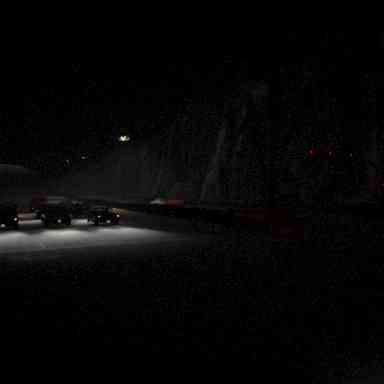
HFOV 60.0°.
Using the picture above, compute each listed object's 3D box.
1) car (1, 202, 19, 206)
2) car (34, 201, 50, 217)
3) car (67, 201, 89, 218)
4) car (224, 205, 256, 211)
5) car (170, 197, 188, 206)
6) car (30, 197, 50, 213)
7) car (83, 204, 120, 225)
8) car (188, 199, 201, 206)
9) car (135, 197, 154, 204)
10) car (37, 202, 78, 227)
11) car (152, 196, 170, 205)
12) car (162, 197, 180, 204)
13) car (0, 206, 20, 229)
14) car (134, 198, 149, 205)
[{"bbox_3d":[-17.718,1.954,31.997,1.812,1.442,4.674,0,-1,-27],"label":"car"},{"bbox_3d":[-14.926,1.963,34.195,1.812,1.442,4.674,0,-1,-27],"label":"car"},{"bbox_3d":[-11.703,1.930,35.589,2.128,1.511,4.902,0,-1,-27],"label":"car"},{"bbox_3d":[5.153,1.968,34.043,1.895,1.301,4.718,0,-1,-28],"label":"car"},{"bbox_3d":[-3.252,1.878,65.032,2.097,1.767,4.553,0,0,-28],"label":"car"},{"bbox_3d":[-21.028,1.720,45.940,2.150,2.045,5.566,0,0,-27],"label":"car"},{"bbox_3d":[-7.372,1.953,27.328,1.895,1.301,4.718,0,-1,-28],"label":"car"},{"bbox_3d":[-0.176,2.131,66.702,1.895,1.301,4.718,0,0,-28],"label":"car"},{"bbox_3d":[-9.282,1.998,61.455,1.882,1.535,5.008,0,0,-28],"label":"car"},{"bbox_3d":[-10.624,1.843,25.995,2.128,1.511,4.902,0,-1,-28],"label":"car"},{"bbox_3d":[-6.368,2.049,63.438,1.812,1.442,4.674,0,0,-28],"label":"car"},{"bbox_3d":[-4.783,1.998,75.547,2.033,1.411,5.357,0,0,-28],"label":"car"},{"bbox_3d":[-13.587,1.946,24.105,1.895,1.301,4.718,0,-1,-28],"label":"car"},{"bbox_3d":[-10.991,2.003,72.313,1.994,1.385,4.181,0,0,-28],"label":"car"}]
